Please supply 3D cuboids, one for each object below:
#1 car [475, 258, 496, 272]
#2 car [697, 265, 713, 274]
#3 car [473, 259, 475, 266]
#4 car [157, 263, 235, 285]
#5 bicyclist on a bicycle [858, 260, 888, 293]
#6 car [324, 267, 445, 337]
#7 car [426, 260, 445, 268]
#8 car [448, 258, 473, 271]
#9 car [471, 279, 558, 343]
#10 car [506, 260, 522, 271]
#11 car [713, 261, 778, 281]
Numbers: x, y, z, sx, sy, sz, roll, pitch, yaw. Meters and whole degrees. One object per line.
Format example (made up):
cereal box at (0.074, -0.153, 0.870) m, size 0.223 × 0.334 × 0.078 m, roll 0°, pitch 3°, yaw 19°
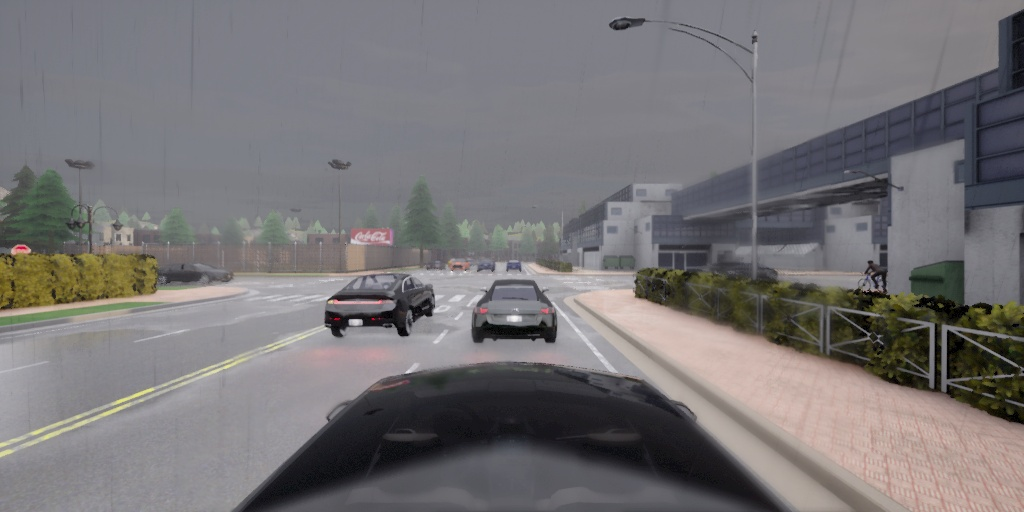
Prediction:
car at (-3.246, 1.085, 47.031) m, size 2.097 × 1.767 × 4.553 m, roll 0°, pitch 0°, yaw 1°
car at (19.738, 1.242, 33.149) m, size 4.892 × 1.490 × 1.837 m, roll 0°, pitch 0°, yaw 0°
car at (-6.762, 1.328, 63.505) m, size 1.895 × 1.301 × 4.718 m, roll 0°, pitch 0°, yaw 1°
car at (-22.381, 1.229, 25.335) m, size 4.892 × 1.490 × 1.837 m, roll 0°, pitch 0°, yaw 0°
bicyclist on a bicycle at (18.320, 1.047, 18.166) m, size 0.582 × 1.620 × 1.656 m, roll 0°, pitch 0°, yaw 0°
car at (-3.467, 1.238, 10.260) m, size 2.128 × 1.511 × 4.902 m, roll 0°, pitch 0°, yaw -1°
car at (-10.415, 1.297, 49.133) m, size 1.994 × 1.385 × 4.181 m, roll 0°, pitch 0°, yaw 1°
car at (-6.928, 1.085, 47.889) m, size 2.097 × 1.767 × 4.553 m, roll 0°, pitch 0°, yaw 1°
car at (0.071, 1.311, 9.676) m, size 1.994 × 1.385 × 4.181 m, roll 0°, pitch 0°, yaw 1°
car at (0.270, 1.210, 48.884) m, size 1.882 × 1.535 × 5.008 m, roll 0°, pitch 0°, yaw 1°
car at (19.485, 1.303, 29.649) m, size 4.181 × 1.385 × 1.994 m, roll 0°, pitch 0°, yaw 0°
